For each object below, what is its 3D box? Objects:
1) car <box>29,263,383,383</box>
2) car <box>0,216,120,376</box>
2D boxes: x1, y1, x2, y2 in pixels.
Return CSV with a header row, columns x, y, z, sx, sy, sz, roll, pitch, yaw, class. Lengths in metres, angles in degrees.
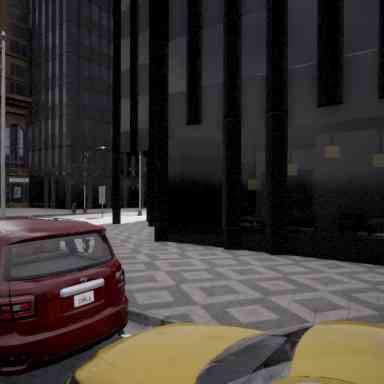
x,y,z,sx,sy,sz,roll,pitch,yaw,class
1.092,1.525,2.180,4.829,1.417,1.752,0,0,35,car
-3.189,1.314,5.228,5.009,1.841,2.192,0,0,35,car
